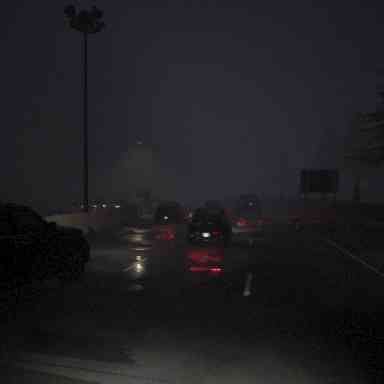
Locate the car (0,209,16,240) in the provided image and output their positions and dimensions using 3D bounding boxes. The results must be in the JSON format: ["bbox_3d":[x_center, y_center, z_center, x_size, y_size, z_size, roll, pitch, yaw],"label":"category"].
[{"bbox_3d":[-10.075,1.563,14.676,1.994,1.385,4.181,0,0,9],"label":"car"}]

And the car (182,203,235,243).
[{"bbox_3d":[0.956,1.504,16.142,1.837,1.490,4.892,0,0,9],"label":"car"}]

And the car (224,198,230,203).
[{"bbox_3d":[4.787,1.475,43.462,1.882,1.535,5.008,0,0,-6],"label":"car"}]

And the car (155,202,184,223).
[{"bbox_3d":[-1.623,1.505,25.391,1.837,1.490,4.892,0,0,4],"label":"car"}]

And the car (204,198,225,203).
[{"bbox_3d":[1.881,1.518,31.797,1.837,1.490,4.892,0,1,3],"label":"car"}]

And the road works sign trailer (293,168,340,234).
[{"bbox_3d":[7.304,0.463,18.612,2.380,3.560,2.880,0,0,-13],"label":"road works sign trailer"}]

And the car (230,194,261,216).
[{"bbox_3d":[5.418,1.217,33.128,2.150,2.045,5.566,0,0,0],"label":"car"}]

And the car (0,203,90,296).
[{"bbox_3d":[-4.306,1.219,6.761,2.150,2.045,5.566,0,0,13],"label":"car"}]
